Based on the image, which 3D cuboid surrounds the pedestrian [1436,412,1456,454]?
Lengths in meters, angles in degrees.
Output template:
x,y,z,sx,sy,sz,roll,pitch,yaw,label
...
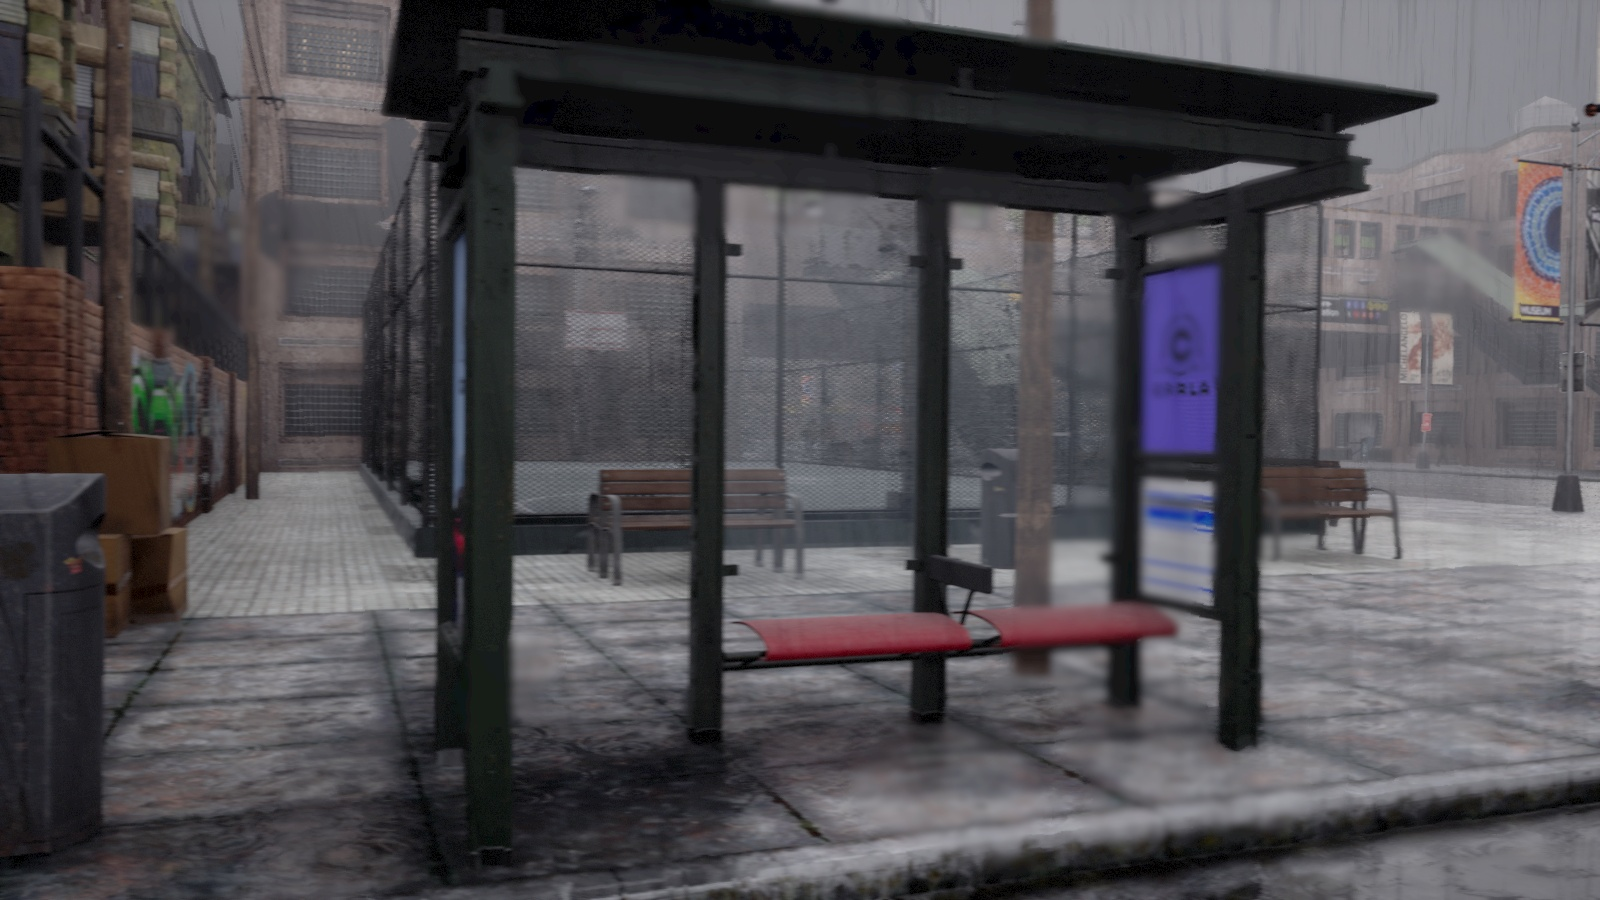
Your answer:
x,y,z,sx,sy,sz,roll,pitch,yaw,label
28.441,-0.752,55.272,0.431,1.840,0.703,-1,1,-9,pedestrian
